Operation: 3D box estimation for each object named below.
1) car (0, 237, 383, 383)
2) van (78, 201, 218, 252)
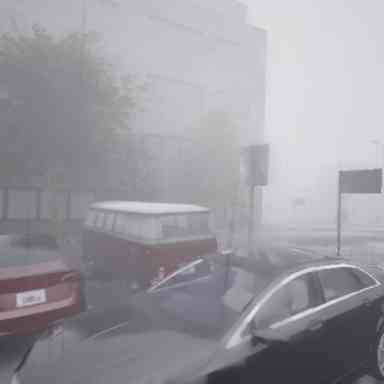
[{"bbox_3d":[0.675,1.471,3.827,4.902,1.511,2.128,0,0,-35],"label":"car"},{"bbox_3d":[-1.342,1.230,8.154,1.878,1.987,4.442,0,0,-36],"label":"van"}]
